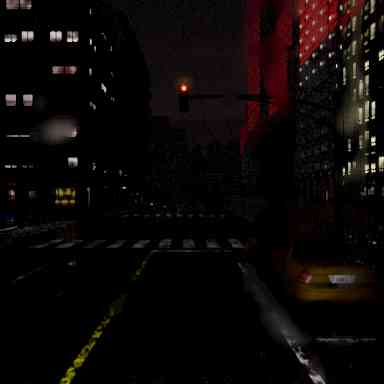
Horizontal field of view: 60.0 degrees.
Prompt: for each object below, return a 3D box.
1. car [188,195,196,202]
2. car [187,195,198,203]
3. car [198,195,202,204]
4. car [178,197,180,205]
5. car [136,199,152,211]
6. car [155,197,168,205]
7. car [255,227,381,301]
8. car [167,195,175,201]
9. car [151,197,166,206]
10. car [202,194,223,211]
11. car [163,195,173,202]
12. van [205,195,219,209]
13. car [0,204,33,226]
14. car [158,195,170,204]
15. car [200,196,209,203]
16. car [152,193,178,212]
[{"bbox_3d":[-0.006,1.577,80.075,1.837,1.490,4.892,0,0,0],"label":"car"},{"bbox_3d":[0.080,1.585,70.109,1.812,1.442,4.674,0,0,0],"label":"car"},{"bbox_3d":[2.680,1.361,62.607,2.192,1.841,5.009,0,0,0],"label":"car"},{"bbox_3d":[-3.083,1.545,59.343,1.837,1.490,4.892,0,0,0],"label":"car"},{"bbox_3d":[-5.697,1.567,40.500,2.008,1.369,4.403,0,0,0],"label":"car"},{"bbox_3d":[-5.699,1.591,62.606,1.887,1.381,4.507,0,0,0],"label":"car"},{"bbox_3d":[2.685,1.526,8.258,1.752,1.417,4.829,0,0,0],"label":"car"},{"bbox_3d":[-5.701,1.623,90.070,1.752,1.417,4.829,0,0,0],"label":"car"},{"bbox_3d":[-5.699,1.588,57.080,2.008,1.369,4.403,0,0,0],"label":"car"},{"bbox_3d":[2.682,1.331,40.501,2.192,1.841,5.009,0,0,0],"label":"car"},{"bbox_3d":[-5.701,1.516,79.187,1.967,1.590,4.097,0,0,0],"label":"car"},{"bbox_3d":[2.681,1.363,46.027,1.690,1.788,3.998,0,0,0],"label":"van"},{"bbox_3d":[-14.517,1.689,24.728,5.008,1.535,1.882,-1,1,-2],"label":"car"},{"bbox_3d":[-5.700,1.496,68.134,1.967,1.590,4.097,0,0,0],"label":"car"},{"bbox_3d":[2.680,1.610,73.661,1.887,1.381,4.507,0,0,0],"label":"car"},{"bbox_3d":[-3.127,1.230,39.777,2.150,2.045,5.566,0,1,-1],"label":"car"}]
